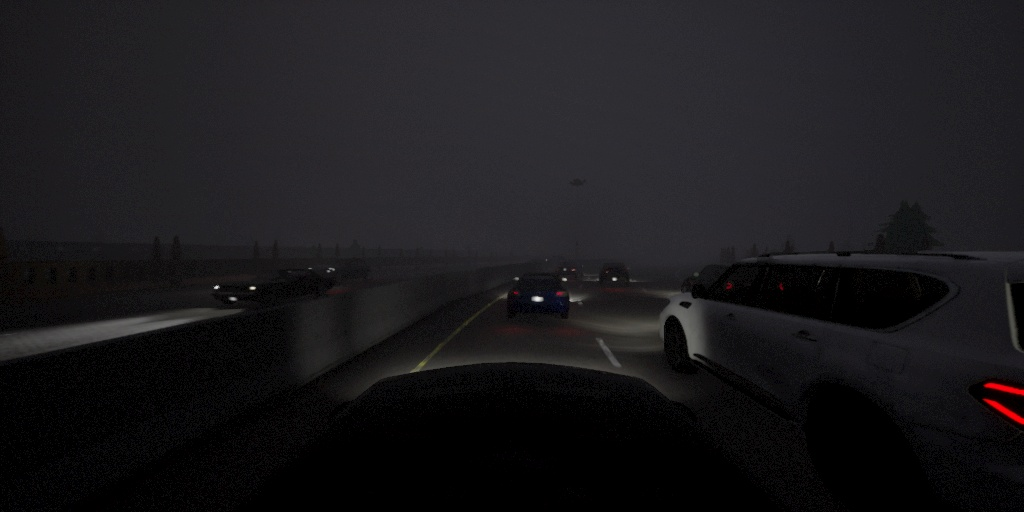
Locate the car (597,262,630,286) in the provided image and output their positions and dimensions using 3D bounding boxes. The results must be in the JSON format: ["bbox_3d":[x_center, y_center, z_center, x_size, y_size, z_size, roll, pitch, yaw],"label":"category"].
[{"bbox_3d":[6.661,1.100,23.526,1.837,1.490,4.892,0,0,15],"label":"car"}]

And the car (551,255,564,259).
[{"bbox_3d":[7.275,0.639,59.074,2.097,1.767,4.553,1,1,32],"label":"car"}]

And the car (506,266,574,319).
[{"bbox_3d":[0.975,1.224,12.573,1.994,1.385,4.181,0,0,7],"label":"car"}]

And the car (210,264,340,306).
[{"bbox_3d":[-9.524,1.185,14.803,1.895,1.301,4.718,0,1,8],"label":"car"}]

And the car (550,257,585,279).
[{"bbox_3d":[4.872,1.076,30.005,2.033,1.411,5.357,0,1,18],"label":"car"}]

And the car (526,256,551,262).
[{"bbox_3d":[2.770,0.961,43.885,1.994,1.385,4.181,1,0,25],"label":"car"}]

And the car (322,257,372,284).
[{"bbox_3d":[-11.405,0.847,23.896,2.097,1.767,4.553,0,1,13],"label":"car"}]

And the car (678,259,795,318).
[{"bbox_3d":[8.190,1.042,13.679,2.097,1.767,4.553,0,1,8],"label":"car"}]

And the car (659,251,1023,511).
[{"bbox_3d":[3.731,0.969,4.279,2.150,2.045,5.566,0,0,2],"label":"car"}]
